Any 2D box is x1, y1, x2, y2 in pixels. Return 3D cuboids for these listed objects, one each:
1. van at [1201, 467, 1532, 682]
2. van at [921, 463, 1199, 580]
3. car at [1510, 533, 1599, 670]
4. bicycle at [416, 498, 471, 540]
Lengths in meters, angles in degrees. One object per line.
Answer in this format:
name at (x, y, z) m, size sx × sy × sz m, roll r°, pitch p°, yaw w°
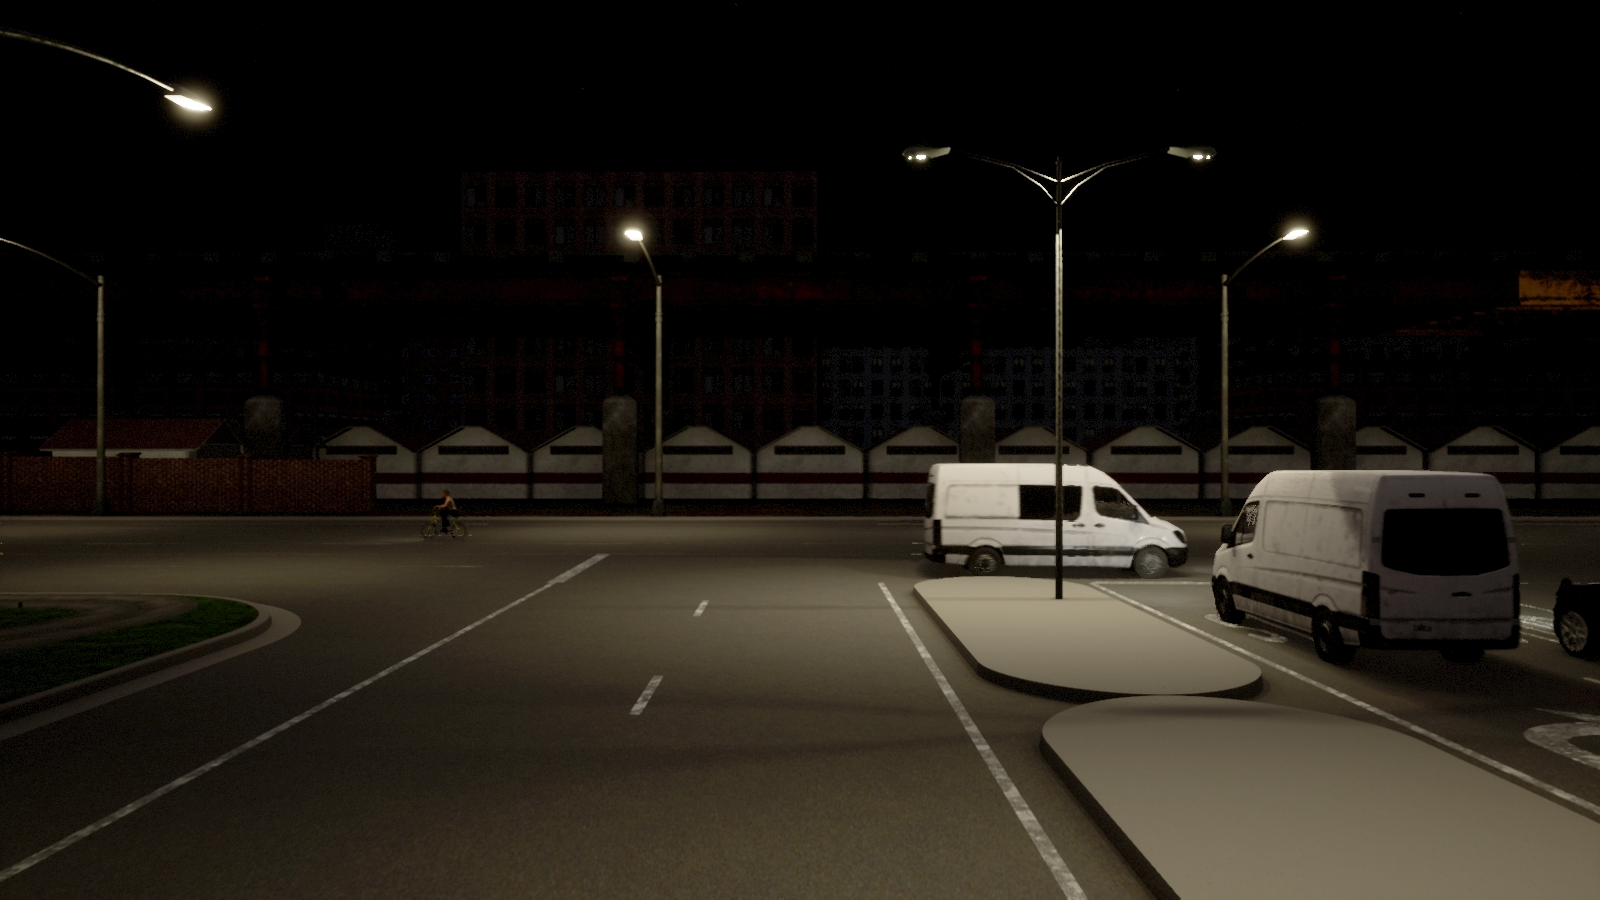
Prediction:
van at (7.991, 1.572, 16.992) m, size 1.988 × 2.561 × 5.915 m, roll 0°, pitch 0°, yaw 0°
van at (5.839, 1.590, 26.215) m, size 5.915 × 2.561 × 1.988 m, roll 0°, pitch 0°, yaw 0°
car at (11.376, 2.013, 13.989) m, size 2.097 × 1.638 × 5.238 m, roll 0°, pitch 0°, yaw 0°
bicycle at (-11.464, 2.222, 36.766) m, size 1.487 × 1.301 × 0.859 m, roll 0°, pitch 0°, yaw 0°
